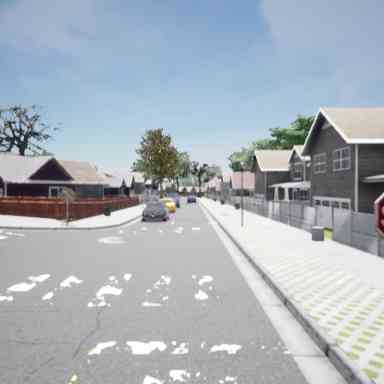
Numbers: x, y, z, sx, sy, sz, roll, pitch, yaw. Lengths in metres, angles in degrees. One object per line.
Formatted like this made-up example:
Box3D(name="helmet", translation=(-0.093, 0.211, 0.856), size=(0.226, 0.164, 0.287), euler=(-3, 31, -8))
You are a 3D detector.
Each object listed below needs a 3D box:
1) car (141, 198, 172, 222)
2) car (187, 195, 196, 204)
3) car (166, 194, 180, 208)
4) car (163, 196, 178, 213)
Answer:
Box3D(name="car", translation=(-2.863, 1.500, 26.725), size=(1.837, 1.490, 4.892), euler=(0, 0, 0))
Box3D(name="car", translation=(-0.053, 1.555, 68.340), size=(1.882, 1.535, 5.008), euler=(0, 0, 0))
Box3D(name="car", translation=(-2.871, 1.244, 48.119), size=(2.150, 2.045, 5.566), euler=(0, 0, 0))
Box3D(name="car", translation=(-2.873, 1.484, 37.179), size=(1.882, 1.535, 5.008), euler=(0, 0, 0))
